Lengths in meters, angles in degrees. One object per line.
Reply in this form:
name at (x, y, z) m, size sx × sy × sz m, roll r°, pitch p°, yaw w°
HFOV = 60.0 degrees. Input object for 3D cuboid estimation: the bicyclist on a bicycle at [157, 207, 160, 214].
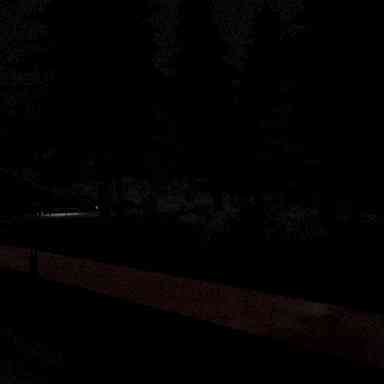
bicyclist on a bicycle at (-3.529, 1.142, 28.924) m, size 1.656 × 1.620 × 0.582 m, roll 0°, pitch 0°, yaw 22°

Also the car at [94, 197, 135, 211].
car at (-8.295, 1.329, 35.907) m, size 2.128 × 1.511 × 4.902 m, roll 0°, pitch 0°, yaw 36°

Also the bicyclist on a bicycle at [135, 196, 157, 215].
bicyclist on a bicycle at (-4.091, 1.141, 28.441) m, size 1.656 × 1.620 × 0.582 m, roll 0°, pitch 0°, yaw 15°

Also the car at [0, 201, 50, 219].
car at (-14.350, 1.438, 27.422) m, size 1.895 × 1.301 × 4.718 m, roll 0°, pitch 0°, yaw 35°
